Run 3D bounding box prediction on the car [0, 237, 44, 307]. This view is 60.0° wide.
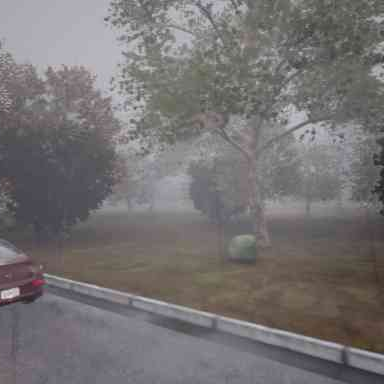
[{"bbox_3d":[-5.002,1.636,7.161,4.674,1.442,1.812,-1,0,37],"label":"car"}]
